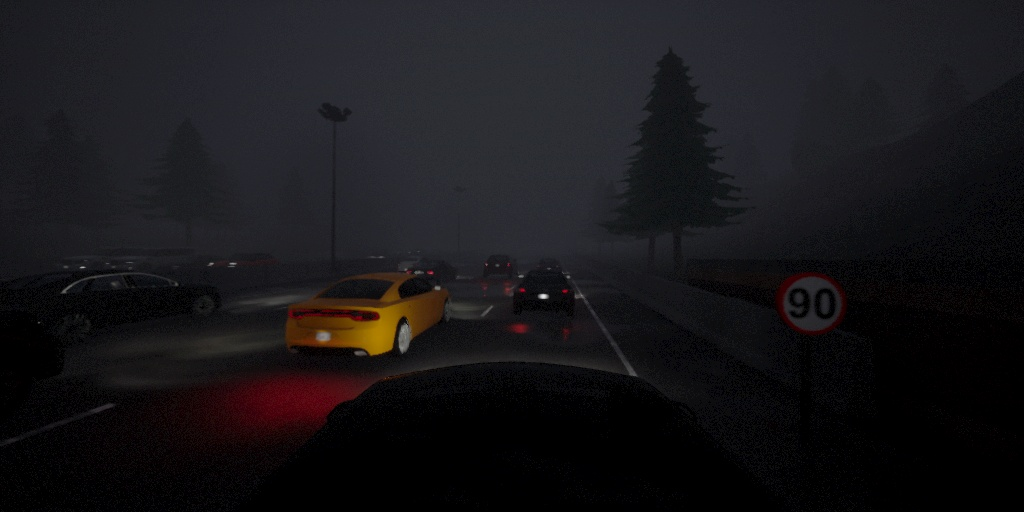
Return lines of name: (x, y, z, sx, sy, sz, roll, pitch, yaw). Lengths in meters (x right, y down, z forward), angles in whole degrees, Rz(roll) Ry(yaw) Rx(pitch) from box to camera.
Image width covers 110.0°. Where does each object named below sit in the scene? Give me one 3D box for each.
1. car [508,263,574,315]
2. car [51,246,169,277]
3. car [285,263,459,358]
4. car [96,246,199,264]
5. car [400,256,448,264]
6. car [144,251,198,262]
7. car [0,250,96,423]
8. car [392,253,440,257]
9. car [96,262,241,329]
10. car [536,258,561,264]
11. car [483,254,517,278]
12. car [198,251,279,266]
car: (1.161, 1.157, 12.853, 1.994, 1.385, 4.181, 1, 1, 6)
car: (-29.229, 0.309, 26.471, 2.150, 2.045, 5.566, 1, 1, 6)
car: (-2.834, 1.116, 8.284, 1.882, 1.535, 5.008, 1, 1, 5)
car: (-25.741, 0.341, 26.174, 2.150, 2.045, 5.566, 1, 1, 6)
car: (-4.846, 0.905, 22.341, 2.033, 1.411, 5.357, 1, 1, 6)
car: (-22.301, 0.638, 25.467, 1.882, 1.535, 5.008, 1, 1, 6)
car: (-6.836, 0.907, 2.110, 2.150, 2.045, 5.566, 0, 1, 2)
car: (-7.631, 0.708, 28.986, 1.812, 1.442, 4.674, 1, 2, 6)
car: (-9.777, 1.068, 8.802, 2.128, 1.511, 4.902, 1, 1, 5)
car: (2.827, 0.847, 27.927, 1.994, 1.385, 4.181, 1, 2, 6)
car: (-0.781, 0.627, 27.149, 2.097, 1.767, 4.553, 1, 1, 6)
car: (-18.797, 0.542, 25.285, 2.097, 1.767, 4.553, 1, 1, 6)
